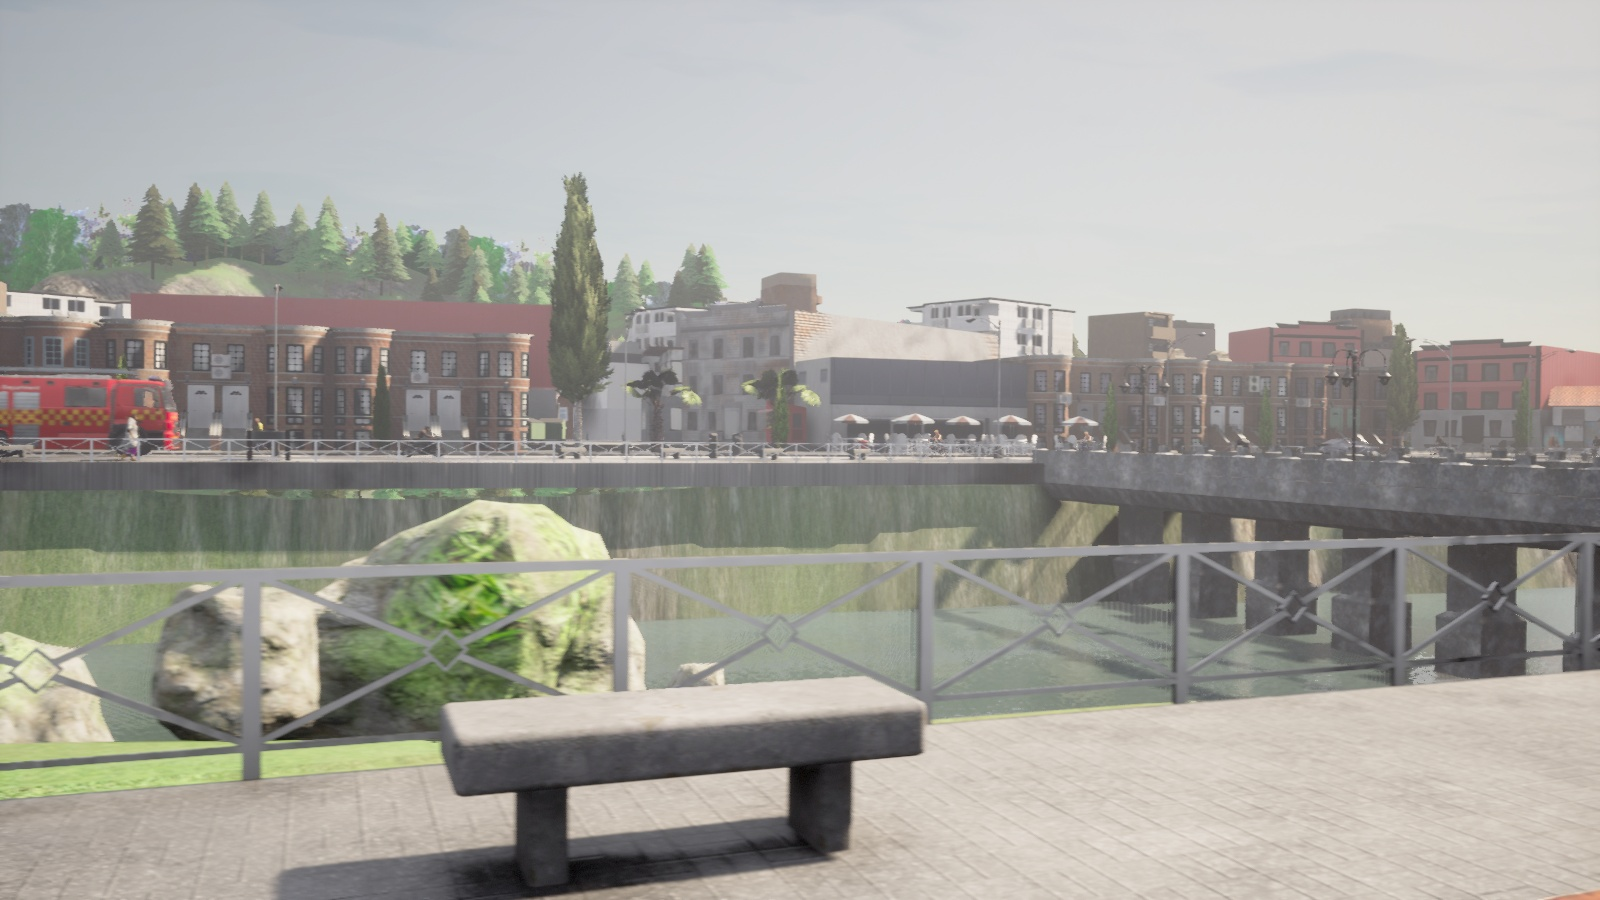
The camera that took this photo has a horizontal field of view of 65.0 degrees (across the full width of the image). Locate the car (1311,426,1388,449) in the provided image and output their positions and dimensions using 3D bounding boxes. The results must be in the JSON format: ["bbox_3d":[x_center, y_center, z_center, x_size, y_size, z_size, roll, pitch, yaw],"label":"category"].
[{"bbox_3d":[34.356,-0.787,78.516,4.181,1.385,1.994,-1,1,-21],"label":"car"}]

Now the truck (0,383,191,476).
[{"bbox_3d":[-30.904,-0.906,53.704,8.468,3.827,2.891,-1,1,-21],"label":"truck"}]

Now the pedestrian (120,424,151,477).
[{"bbox_3d":[-24.814,0.013,46.886,0.873,1.952,0.659,-1,1,-14],"label":"pedestrian"}]

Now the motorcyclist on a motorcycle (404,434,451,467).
[{"bbox_3d":[-17.463,0.012,58.825,2.044,1.523,0.797,-1,1,-21],"label":"motorcyclist on a motorcycle"}]
